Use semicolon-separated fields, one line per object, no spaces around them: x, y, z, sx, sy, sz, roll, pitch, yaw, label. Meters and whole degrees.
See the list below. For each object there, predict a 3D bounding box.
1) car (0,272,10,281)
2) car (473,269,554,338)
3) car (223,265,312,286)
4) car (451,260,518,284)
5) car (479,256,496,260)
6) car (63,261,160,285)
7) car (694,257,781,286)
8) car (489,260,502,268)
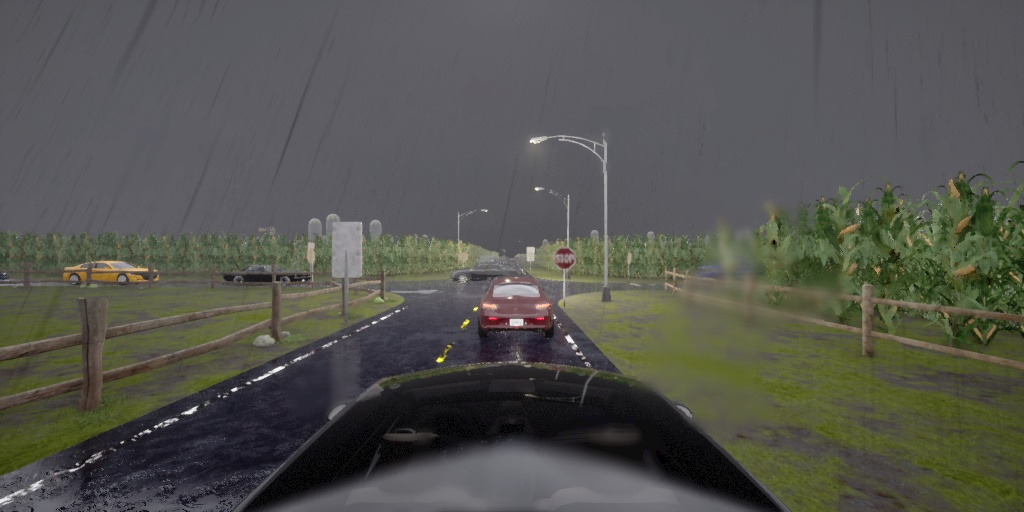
-36.540;1.088;23.426;5.357;1.411;2.033;0;-1;1;car
0.099;1.276;10.112;1.812;1.442;4.674;0;0;0;car
-15.684;1.251;23.208;4.718;1.301;1.895;0;-1;1;car
-1.944;1.252;26.006;4.892;1.490;1.837;0;0;1;car
-2.839;0.961;41.138;2.150;2.045;5.566;0;0;0;car
-25.913;1.072;23.311;5.008;1.535;1.882;0;-1;1;car
16.249;1.098;25.837;5.566;2.045;2.150;0;-1;0;car
-2.819;1.325;61.502;1.895;1.301;4.718;0;0;0;car
